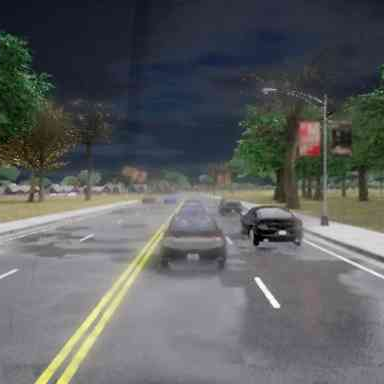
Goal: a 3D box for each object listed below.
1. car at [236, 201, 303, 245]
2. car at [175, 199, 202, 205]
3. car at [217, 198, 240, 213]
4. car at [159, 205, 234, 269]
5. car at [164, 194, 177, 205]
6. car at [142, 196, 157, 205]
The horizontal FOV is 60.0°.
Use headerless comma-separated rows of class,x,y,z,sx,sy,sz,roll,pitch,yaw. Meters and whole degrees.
car,3.326,1.345,14.690,1.882,1.535,5.008,0,0,0
car,0.047,1.332,25.261,2.033,1.411,5.357,0,0,0
car,3.324,1.264,29.018,1.837,1.490,4.892,0,1,0
car,0.050,1.393,10.762,2.128,1.511,4.902,0,1,0
car,-3.326,1.117,51.607,1.882,1.535,5.008,0,0,0
car,-6.576,1.240,51.497,1.895,1.301,4.718,0,0,0
